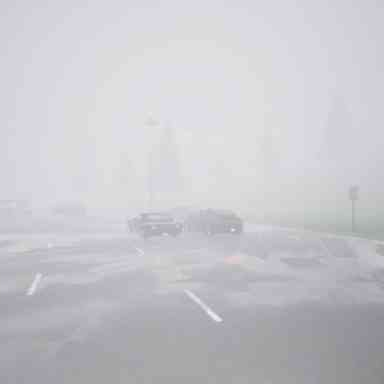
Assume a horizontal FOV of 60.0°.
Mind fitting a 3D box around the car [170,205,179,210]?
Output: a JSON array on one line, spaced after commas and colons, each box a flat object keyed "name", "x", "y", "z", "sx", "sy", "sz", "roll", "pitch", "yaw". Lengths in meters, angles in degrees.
[{"name": "car", "x": -0.710, "y": 1.879, "z": 30.036, "sx": 2.033, "sy": 1.411, "sz": 5.357, "roll": 0, "pitch": -1, "yaw": -36}]

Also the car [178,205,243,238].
[{"name": "car", "x": 1.101, "y": 1.710, "z": 19.354, "sx": 1.837, "sy": 1.490, "sz": 4.892, "roll": 1, "pitch": -1, "yaw": -24}]

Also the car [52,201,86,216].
[{"name": "car", "x": -14.414, "y": 1.865, "z": 38.921, "sx": 4.553, "sy": 1.767, "sz": 2.097, "roll": -1, "pitch": -1, "yaw": 38}]

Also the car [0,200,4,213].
[{"name": "car", "x": -18.300, "y": 1.778, "z": 28.578, "sx": 4.553, "sy": 1.767, "sz": 2.097, "roll": -1, "pitch": -1, "yaw": 43}]

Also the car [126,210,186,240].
[{"name": "car", "x": -2.271, "y": 1.818, "z": 18.567, "sx": 1.895, "sy": 1.301, "sz": 4.718, "roll": 0, "pitch": -1, "yaw": -25}]

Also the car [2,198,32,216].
[{"name": "car", "x": -21.666, "y": 1.791, "z": 39.799, "sx": 5.566, "sy": 2.045, "sz": 2.150, "roll": -1, "pitch": -2, "yaw": 28}]
